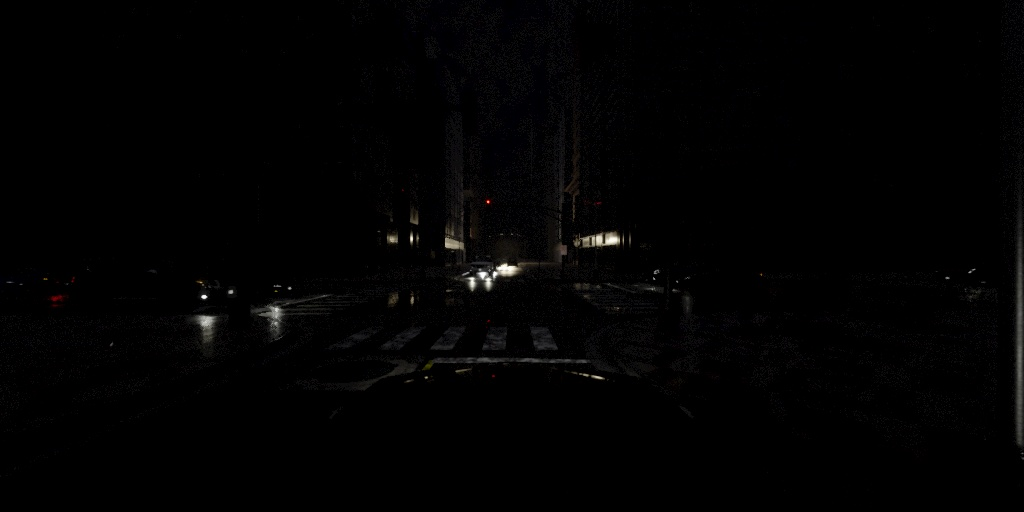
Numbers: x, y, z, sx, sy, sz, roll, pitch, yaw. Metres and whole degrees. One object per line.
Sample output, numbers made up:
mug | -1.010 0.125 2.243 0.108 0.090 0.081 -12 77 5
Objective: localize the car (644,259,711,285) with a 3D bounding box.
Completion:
car | 11.228 1.010 23.881 4.553 1.767 2.097 0 0 1

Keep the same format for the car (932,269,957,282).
car | 31.128 1.132 23.795 4.718 1.301 1.895 0 0 0

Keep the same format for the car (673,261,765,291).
car | 11.855 1.187 20.607 4.674 1.442 1.812 0 0 2

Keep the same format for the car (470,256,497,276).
car | -3.071 0.975 37.304 2.150 2.045 5.566 0 0 0

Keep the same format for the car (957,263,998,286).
car | 29.253 0.904 20.549 4.553 1.767 2.097 0 0 0

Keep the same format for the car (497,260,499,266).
car | -3.051 1.358 47.885 1.895 1.301 4.718 0 0 0

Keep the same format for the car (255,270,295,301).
car | -13.112 1.323 17.238 4.892 1.490 1.837 0 0 0

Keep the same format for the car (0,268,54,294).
car | -28.000 1.411 20.740 4.674 1.442 1.812 0 0 0

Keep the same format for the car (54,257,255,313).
car | -13.632 1.049 13.954 5.566 2.045 2.150 0 0 2

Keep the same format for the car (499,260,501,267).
car | -2.976 1.368 64.930 1.895 1.301 4.718 0 0 1
